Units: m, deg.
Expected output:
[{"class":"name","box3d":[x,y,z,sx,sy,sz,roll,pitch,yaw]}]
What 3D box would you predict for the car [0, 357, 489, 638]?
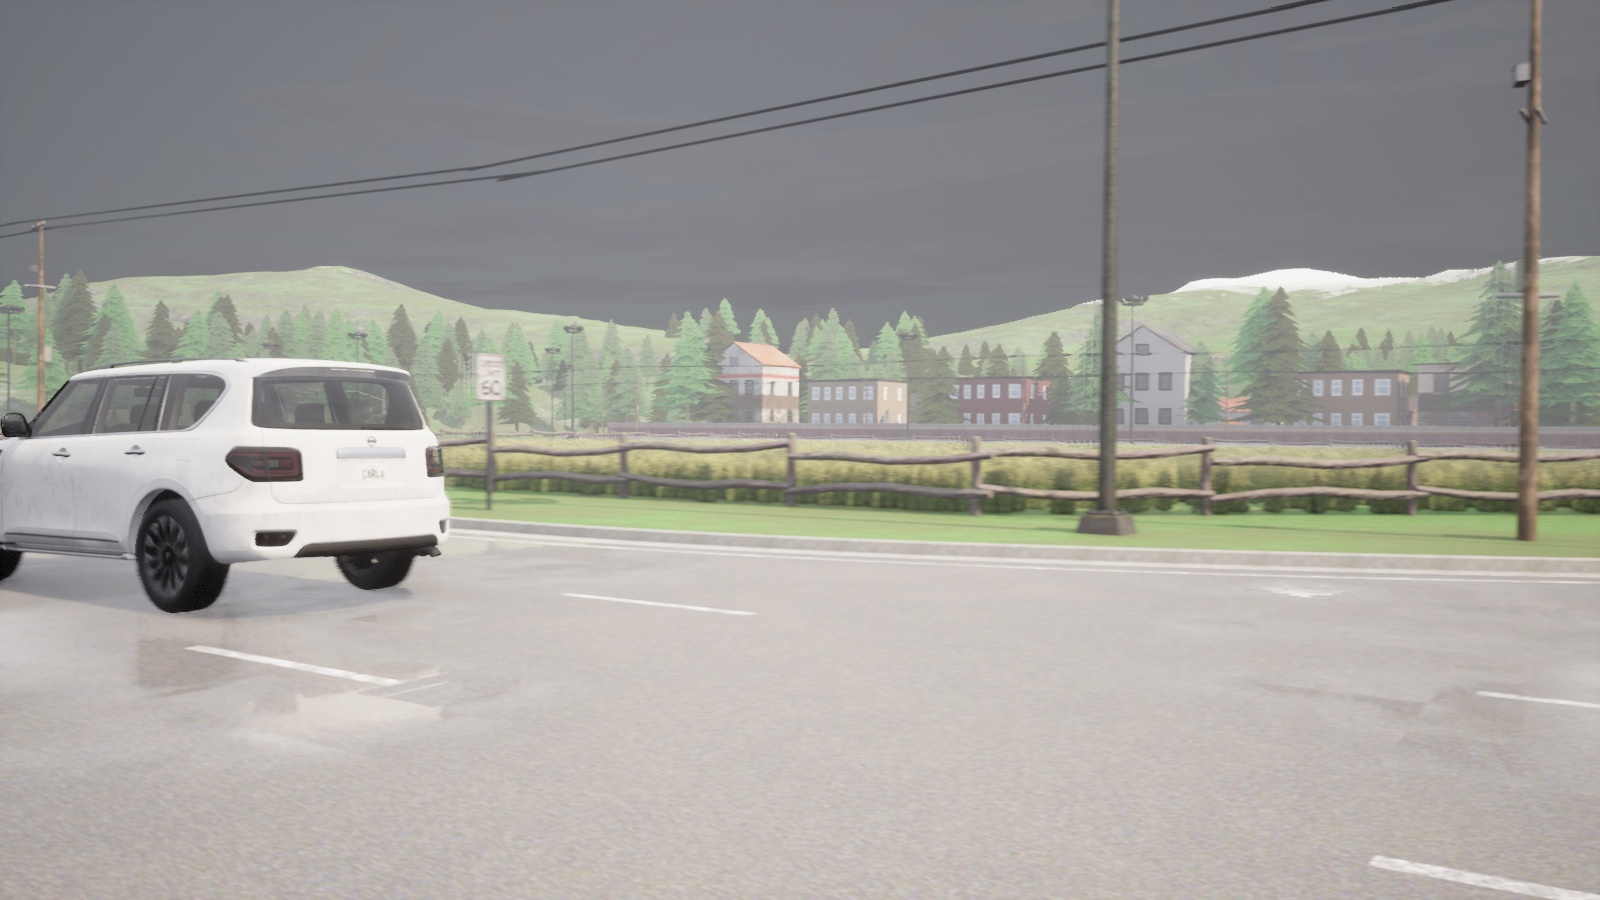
[{"class":"car","box3d":[-5.629,0.337,11.559,5.566,2.045,2.150,0,1,34]}]
